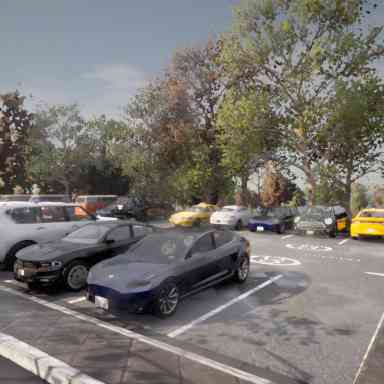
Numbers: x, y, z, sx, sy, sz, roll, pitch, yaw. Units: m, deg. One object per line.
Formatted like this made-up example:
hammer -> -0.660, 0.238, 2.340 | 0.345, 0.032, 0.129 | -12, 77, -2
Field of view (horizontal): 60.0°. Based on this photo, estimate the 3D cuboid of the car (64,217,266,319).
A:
car -> -0.266, 1.629, 8.079 | 2.163, 1.488, 4.792 | 0, 0, 36

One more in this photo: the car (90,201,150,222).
car -> -6.031, 1.565, 28.427 | 2.163, 1.488, 4.792 | 0, 0, 36

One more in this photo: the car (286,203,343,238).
car -> 7.353, 1.465, 18.785 | 2.185, 1.767, 4.553 | 0, 0, 36

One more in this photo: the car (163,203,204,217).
car -> 0.601, 1.560, 23.419 | 1.946, 1.575, 5.366 | 0, 0, 36

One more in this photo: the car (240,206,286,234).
car -> 5.176, 1.611, 20.290 | 2.163, 1.488, 4.792 | 0, 0, 36

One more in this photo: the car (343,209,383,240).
car -> 9.574, 1.600, 17.128 | 2.097, 1.535, 5.008 | 0, 0, 36

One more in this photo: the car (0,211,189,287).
car -> -2.493, 1.589, 9.737 | 2.097, 1.535, 5.008 | 0, 0, 36

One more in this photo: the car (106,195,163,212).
car -> -3.755, 1.293, 26.845 | 2.435, 2.045, 5.566 | 0, 0, 36

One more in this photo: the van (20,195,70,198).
van -> -15.026, 1.310, 34.858 | 1.878, 1.987, 4.442 | 0, 0, 36

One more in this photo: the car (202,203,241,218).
car -> 2.950, 1.612, 21.939 | 2.002, 1.452, 4.674 | 0, 0, 36

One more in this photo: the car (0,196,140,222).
car -> -4.725, 1.329, 11.386 | 2.435, 2.045, 5.566 | 0, 0, 36

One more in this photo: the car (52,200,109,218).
car -> -10.581, 1.554, 31.801 | 2.163, 1.488, 4.792 | 0, 0, 36

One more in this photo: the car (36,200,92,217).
car -> -12.717, 1.556, 33.352 | 2.163, 1.488, 4.792 | 0, 0, 36

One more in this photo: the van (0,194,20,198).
van -> -19.390, 1.336, 38.304 | 1.878, 1.987, 4.442 | 0, 0, 36

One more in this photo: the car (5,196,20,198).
car -> -17.213, 1.547, 36.586 | 2.097, 1.535, 5.008 | 0, 0, 36
